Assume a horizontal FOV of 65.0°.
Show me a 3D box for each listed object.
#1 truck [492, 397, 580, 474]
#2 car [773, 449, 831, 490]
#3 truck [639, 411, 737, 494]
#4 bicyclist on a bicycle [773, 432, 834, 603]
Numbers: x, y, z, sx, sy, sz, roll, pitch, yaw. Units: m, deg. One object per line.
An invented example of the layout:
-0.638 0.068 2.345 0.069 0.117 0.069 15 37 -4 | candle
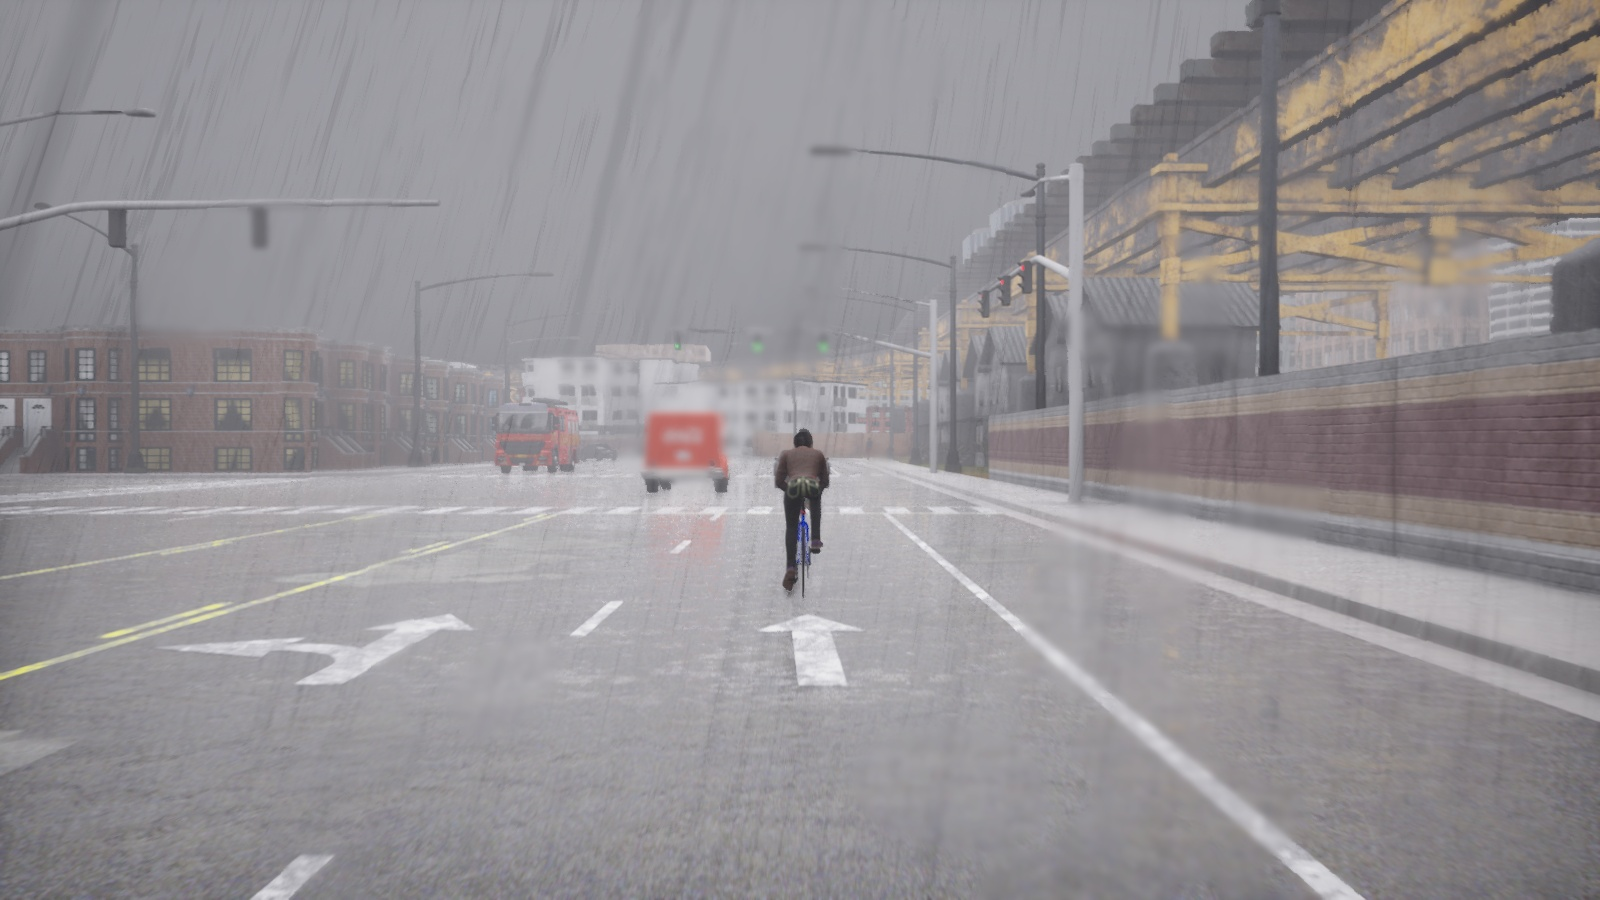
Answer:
-13.886 -0.764 66.698 2.891 3.827 8.468 0 0 0 | truck
0.078 0.630 43.187 1.895 1.301 4.718 0 0 0 | car
-3.426 0.058 39.644 2.627 2.467 5.204 0 0 0 | truck
0.034 0.636 12.689 0.582 1.620 1.656 0 0 0 | bicyclist on a bicycle
